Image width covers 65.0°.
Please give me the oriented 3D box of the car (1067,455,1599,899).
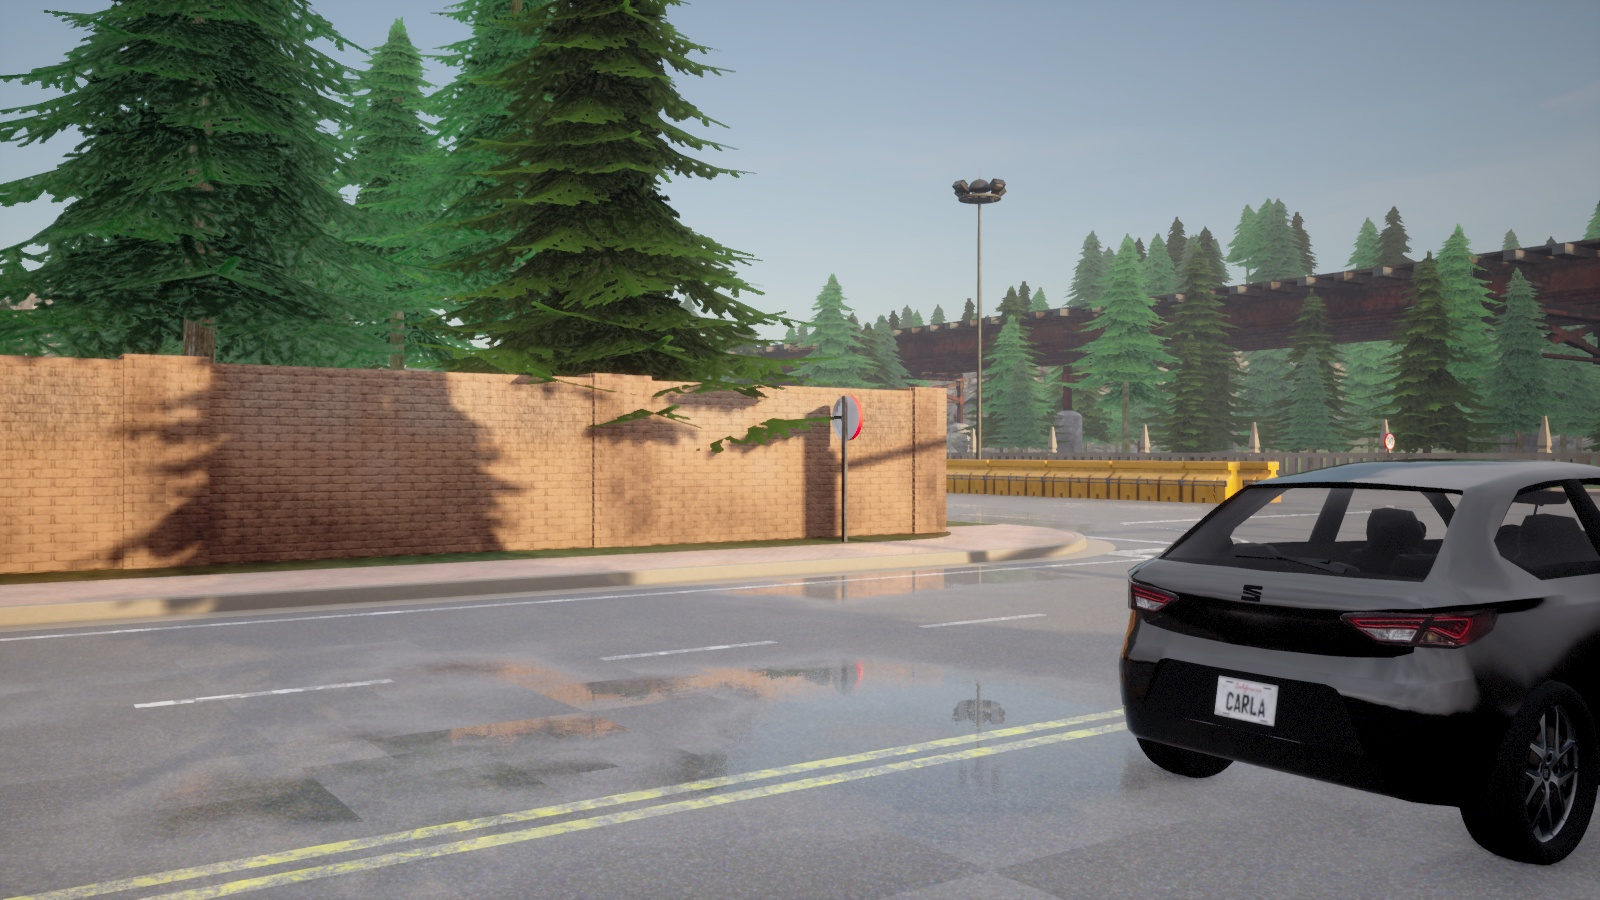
[{"bbox_3d":[3.427,0.766,6.046,4.193,1.474,1.816,0,0,-35],"label":"car"}]
